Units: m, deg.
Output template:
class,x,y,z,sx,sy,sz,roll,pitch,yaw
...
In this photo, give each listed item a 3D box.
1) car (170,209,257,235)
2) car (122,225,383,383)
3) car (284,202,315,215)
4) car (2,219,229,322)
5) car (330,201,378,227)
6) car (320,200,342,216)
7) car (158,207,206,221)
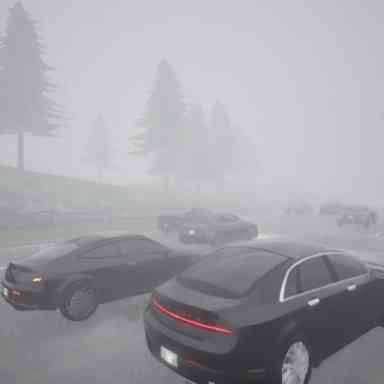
class,x,y,z,sx,sy,sz,roll,pitch,yaw
car,1.301,1.633,15.291,1.994,1.385,4.181,-1,0,41
car,1.587,1.519,5.186,4.892,1.490,1.837,0,0,-41
car,11.184,1.660,34.300,1.895,1.301,4.718,-1,0,36
car,-1.537,1.585,7.402,4.674,1.442,1.812,0,0,-39
car,11.069,1.545,22.153,2.033,1.411,5.357,-1,0,36
car,13.684,1.497,31.791,1.882,1.535,5.008,-1,0,36
car,0.178,1.580,19.340,1.882,1.535,5.008,-1,0,39
